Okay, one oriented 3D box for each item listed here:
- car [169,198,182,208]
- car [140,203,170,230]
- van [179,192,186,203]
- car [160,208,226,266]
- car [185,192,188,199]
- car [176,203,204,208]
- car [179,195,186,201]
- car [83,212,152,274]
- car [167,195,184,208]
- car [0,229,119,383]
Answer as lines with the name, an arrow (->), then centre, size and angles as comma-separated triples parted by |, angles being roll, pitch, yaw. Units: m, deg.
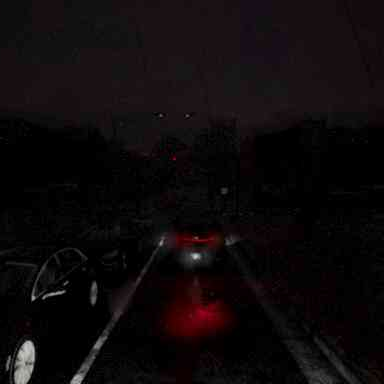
car -> -2.640, 1.690, 53.491 | 1.752, 1.417, 4.829 | -2, 0, 0
car -> -2.651, 1.626, 21.346 | 1.802, 1.307, 4.206 | -2, 0, 0
van -> -2.634, 1.511, 70.280 | 1.690, 1.788, 3.998 | -1, 0, 0
car -> 0.106, 1.525, 11.575 | 1.837, 1.490, 4.892 | 0, 0, 0
car -> -2.633, 1.471, 75.823 | 2.192, 1.841, 5.009 | -1, 0, 0
car -> 0.138, 1.648, 22.537 | 1.895, 1.301, 4.718 | 0, 0, 1
car -> -2.617, 1.629, 92.444 | 2.008, 1.369, 4.403 | -1, 0, 0
car -> -2.656, 1.568, 10.452 | 2.008, 1.369, 4.403 | -2, 0, 0
car -> -2.646, 1.586, 48.124 | 1.967, 1.590, 4.097 | -2, 0, 0
car -> -2.658, 1.558, 5.003 | 2.008, 1.369, 4.403 | -2, 0, 0
